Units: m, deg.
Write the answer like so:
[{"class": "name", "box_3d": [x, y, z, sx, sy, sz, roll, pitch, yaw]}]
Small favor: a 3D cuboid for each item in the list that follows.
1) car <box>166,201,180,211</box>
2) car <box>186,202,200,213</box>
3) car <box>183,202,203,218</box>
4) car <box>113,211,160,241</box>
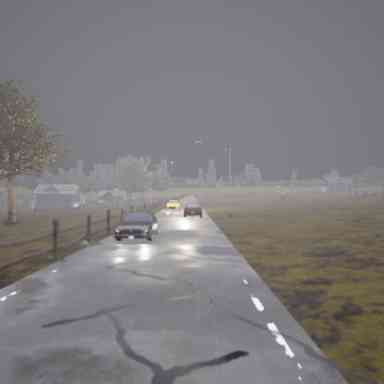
[{"class": "car", "box_3d": [-2.827, 2.076, 50.300, 1.882, 1.535, 5.008, 0, -1, 0]}, {"class": "car", "box_3d": [0.075, 2.065, 45.135, 1.812, 1.442, 4.674, 0, -1, 0]}, {"class": "car", "box_3d": [0.103, 1.903, 35.113, 1.882, 1.535, 5.008, 0, -1, 0]}, {"class": "car", "box_3d": [-2.844, 1.774, 18.213, 2.033, 1.411, 5.357, 0, -1, 0]}]
